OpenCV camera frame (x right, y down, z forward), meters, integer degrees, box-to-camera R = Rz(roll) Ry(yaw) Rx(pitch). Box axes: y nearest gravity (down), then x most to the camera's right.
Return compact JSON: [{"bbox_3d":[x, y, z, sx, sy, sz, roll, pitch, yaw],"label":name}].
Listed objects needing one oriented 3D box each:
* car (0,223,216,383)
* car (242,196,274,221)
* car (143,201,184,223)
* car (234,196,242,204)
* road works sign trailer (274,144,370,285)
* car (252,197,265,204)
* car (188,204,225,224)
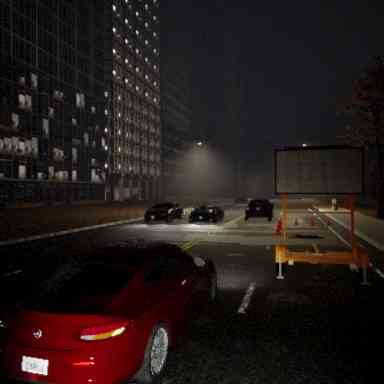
[{"bbox_3d":[-0.885,1.525,5.463,1.812,1.442,4.674,0,0,16],"label":"car"},{"bbox_3d":[5.713,1.354,27.787,2.097,1.767,4.553,0,0,16],"label":"car"},{"bbox_3d":[-2.027,1.506,25.246,1.837,1.490,4.892,0,0,16],"label":"car"},{"bbox_3d":[9.366,1.561,63.598,2.033,1.411,5.357,0,0,17],"label":"car"},{"bbox_3d":[3.654,0.464,9.707,2.380,3.560,2.880,0,0,16],"label":"road works sign trailer"},{"bbox_3d":[12.596,1.614,63.069,1.895,1.301,4.718,0,0,17],"label":"car"},{"bbox_3d":[1.142,1.565,24.503,1.994,1.385,4.181,0,0,16],"label":"car"}]
